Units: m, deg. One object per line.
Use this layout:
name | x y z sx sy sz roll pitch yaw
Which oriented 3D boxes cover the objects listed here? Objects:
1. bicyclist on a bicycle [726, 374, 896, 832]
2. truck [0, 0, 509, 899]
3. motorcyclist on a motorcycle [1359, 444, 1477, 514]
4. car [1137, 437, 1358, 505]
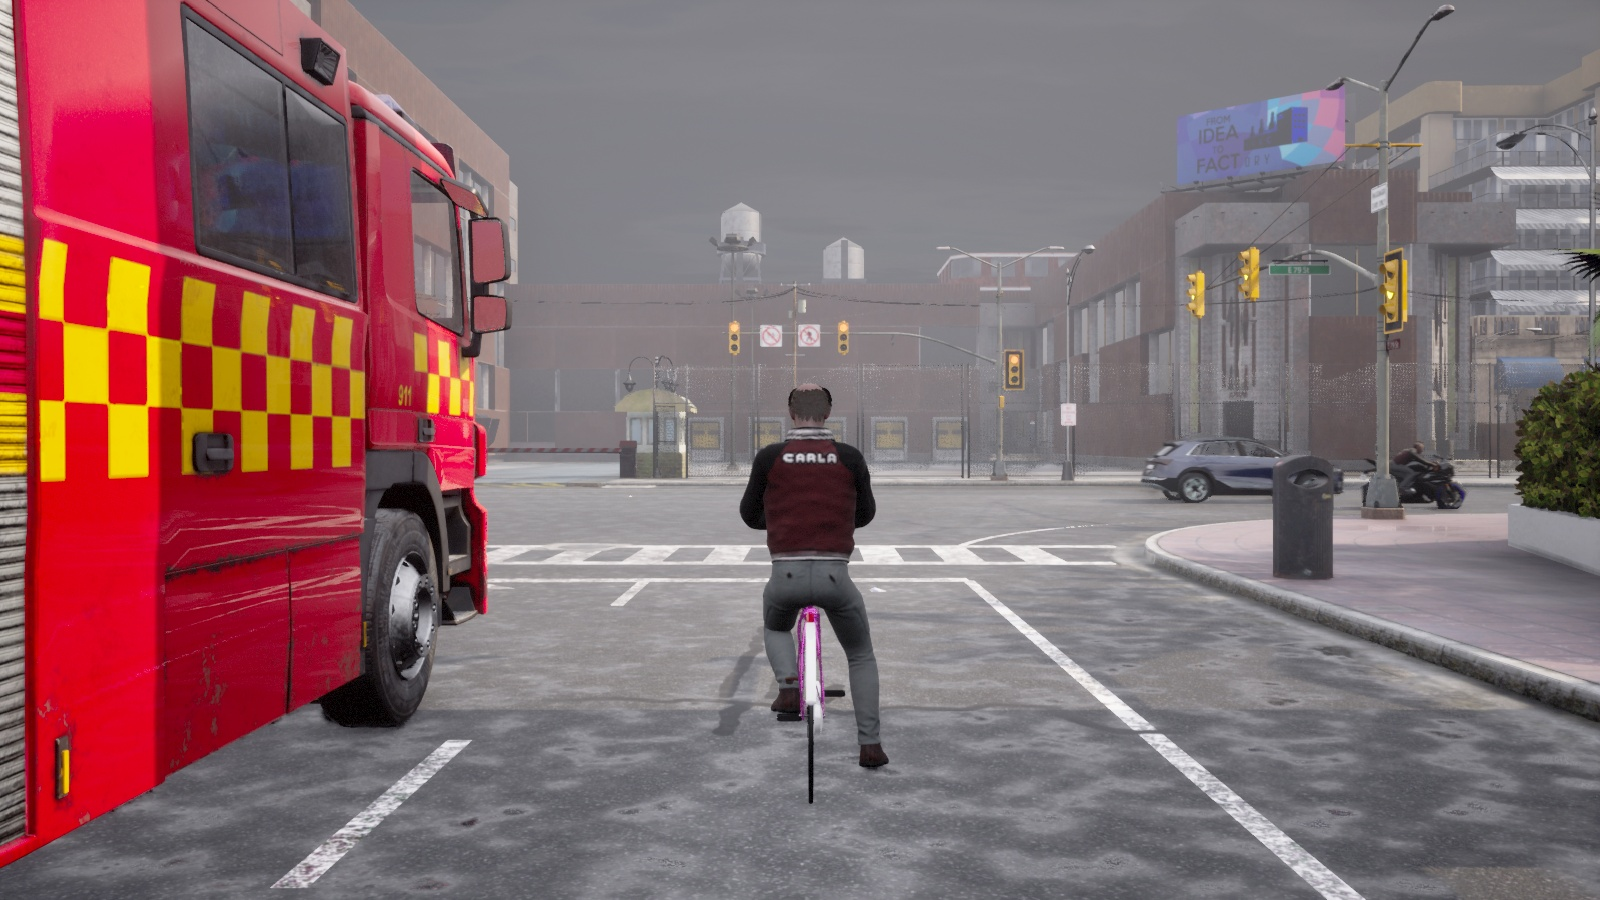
bicyclist on a bicycle | 0.044 0.584 5.787 0.659 1.776 1.843 0 1 0
truck | -3.466 -0.446 4.404 2.891 3.827 8.468 0 0 0
motorcyclist on a motorcycle | 13.727 0.634 27.932 2.191 1.530 0.866 0 1 5
car | 11.168 0.507 31.603 4.856 1.649 2.033 0 0 2
